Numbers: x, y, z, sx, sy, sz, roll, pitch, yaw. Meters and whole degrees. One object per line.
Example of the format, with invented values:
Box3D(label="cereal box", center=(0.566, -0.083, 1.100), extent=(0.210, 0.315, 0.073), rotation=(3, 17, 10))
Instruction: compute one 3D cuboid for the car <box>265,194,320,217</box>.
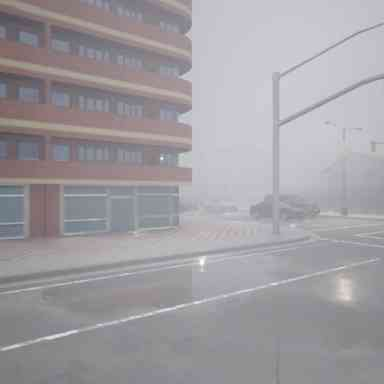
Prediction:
Box3D(label="car", center=(8.854, 1.221, 30.344), extent=(2.150, 2.045, 5.566), rotation=(0, 0, -34))

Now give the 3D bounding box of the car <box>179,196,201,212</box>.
Box3D(label="car", center=(-1.123, 1.526, 38.665), extent=(1.812, 1.442, 4.674), rotation=(0, 0, -35))

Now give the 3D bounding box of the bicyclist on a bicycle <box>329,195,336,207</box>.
Box3D(label="bicyclist on a bicycle", center=(19.354, 1.301, 45.898), extent=(1.656, 1.620, 0.582), rotation=(0, 0, -35))

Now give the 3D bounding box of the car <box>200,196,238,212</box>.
Box3D(label="car", center=(3.281, 1.526, 38.439), extent=(1.812, 1.442, 4.674), rotation=(0, 0, -35))

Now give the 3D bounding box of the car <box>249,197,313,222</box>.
Box3D(label="car", center=(6.867, 1.478, 27.014), extent=(1.882, 1.535, 5.008), rotation=(0, 0, -34))
